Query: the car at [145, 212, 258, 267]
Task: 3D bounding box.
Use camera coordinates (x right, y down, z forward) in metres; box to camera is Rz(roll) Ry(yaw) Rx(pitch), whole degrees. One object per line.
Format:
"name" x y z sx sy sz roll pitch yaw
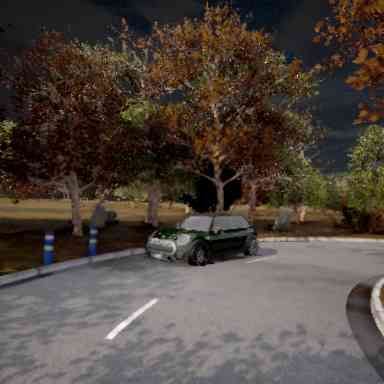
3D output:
"car" 0.486 1.575 12.417 2.097 1.767 4.553 0 -2 45
